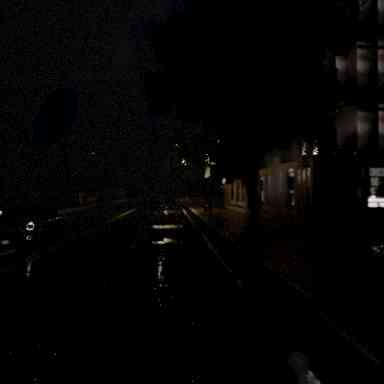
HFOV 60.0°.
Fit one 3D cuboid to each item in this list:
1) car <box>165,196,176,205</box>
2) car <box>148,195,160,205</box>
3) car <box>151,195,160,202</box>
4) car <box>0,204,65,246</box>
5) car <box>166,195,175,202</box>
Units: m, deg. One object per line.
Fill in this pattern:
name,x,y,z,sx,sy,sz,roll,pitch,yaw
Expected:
car,-4.056,1.597,62.913,1.837,1.490,4.892,0,0,-4
car,-7.299,1.657,62.700,2.033,1.411,5.357,0,0,-4
car,-7.982,1.477,73.097,1.812,1.442,4.674,0,0,-4
car,-7.540,1.412,15.404,2.097,1.767,4.553,0,0,-4
car,-4.739,1.489,73.310,1.994,1.385,4.181,0,0,-4
